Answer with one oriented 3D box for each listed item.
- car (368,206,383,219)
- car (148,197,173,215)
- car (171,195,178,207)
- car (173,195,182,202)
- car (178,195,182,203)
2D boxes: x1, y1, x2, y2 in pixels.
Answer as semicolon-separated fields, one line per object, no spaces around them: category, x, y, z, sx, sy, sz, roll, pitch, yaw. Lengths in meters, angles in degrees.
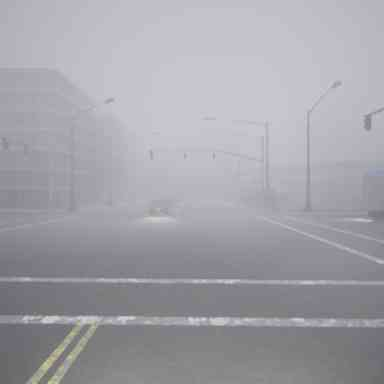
car;16.417;1.550;26.592;4.181;1.385;1.994;0;0;0
car;-3.236;1.458;32.941;2.128;1.511;4.902;0;-1;-4
car;-3.563;1.522;47.364;2.033;1.411;5.357;0;0;0
car;-3.457;1.427;78.114;1.882;1.535;5.008;0;0;0
car;-3.519;1.530;63.023;1.994;1.385;4.181;0;0;0
